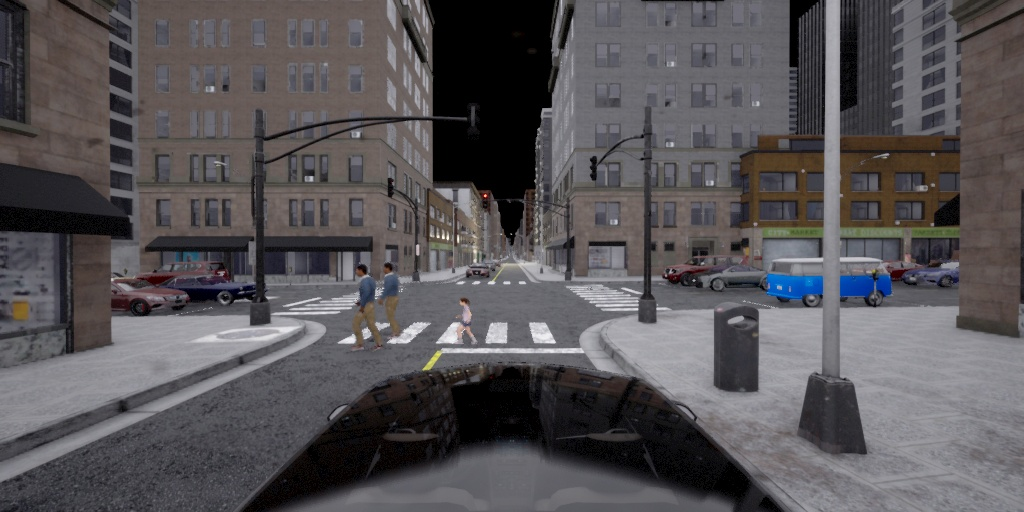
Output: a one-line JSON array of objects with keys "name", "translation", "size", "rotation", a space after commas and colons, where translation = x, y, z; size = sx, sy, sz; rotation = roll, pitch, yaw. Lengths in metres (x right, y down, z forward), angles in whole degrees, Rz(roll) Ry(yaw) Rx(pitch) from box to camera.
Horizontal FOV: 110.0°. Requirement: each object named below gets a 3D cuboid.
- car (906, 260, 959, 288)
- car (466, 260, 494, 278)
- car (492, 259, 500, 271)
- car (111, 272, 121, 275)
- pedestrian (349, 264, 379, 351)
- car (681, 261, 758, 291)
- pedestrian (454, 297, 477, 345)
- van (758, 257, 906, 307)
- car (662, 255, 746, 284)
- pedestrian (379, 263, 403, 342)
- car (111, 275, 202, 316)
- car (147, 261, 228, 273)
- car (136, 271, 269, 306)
[{"name": "car", "translation": [24.339, 0.951, 19.675], "size": [4.674, 1.442, 1.812], "rotation": [-1, 0, 0]}, {"name": "car", "translation": [-3.097, 1.317, 33.643], "size": [1.994, 1.385, 4.181], "rotation": [0, 0, 1]}, {"name": "car", "translation": [-3.103, 1.258, 46.751], "size": [2.128, 1.511, 4.902], "rotation": [0, 0, 0]}, {"name": "car", "translation": [-26.026, 1.550, 22.191], "size": [4.829, 1.417, 1.751], "rotation": [0, 0, 0]}, {"name": "pedestrian", "translation": [-3.077, 1.042, 7.443], "size": [0.375, 1.860, 0.375], "rotation": [0, 0, 0]}, {"name": "car", "translation": [11.956, 1.141, 19.632], "size": [4.181, 1.385, 1.994], "rotation": [-1, 0, 0]}, {"name": "pedestrian", "translation": [-1.018, 1.423, 8.043], "size": [0.500, 1.100, 0.500], "rotation": [0, 0, 0]}, {"name": "van", "translation": [12.114, 0.957, 13.772], "size": [3.998, 1.789, 1.690], "rotation": [0, 0, 0]}, {"name": "car", "translation": [12.090, 0.871, 22.298], "size": [5.009, 1.841, 2.192], "rotation": [0, 0, 0]}, {"name": "pedestrian", "translation": [-2.901, 1.043, 8.640], "size": [0.375, 1.860, 0.375], "rotation": [0, 0, 0]}, {"name": "car", "translation": [-14.822, 1.527, 13.697], "size": [4.207, 1.307, 1.802], "rotation": [0, 0, 0]}, {"name": "car", "translation": [-20.351, 1.269, 22.207], "size": [5.009, 1.841, 2.192], "rotation": [0, 0, 0]}, {"name": "car", "translation": [-13.959, 1.516, 16.362], "size": [4.718, 1.301, 1.895], "rotation": [-1, 0, 0]}]
